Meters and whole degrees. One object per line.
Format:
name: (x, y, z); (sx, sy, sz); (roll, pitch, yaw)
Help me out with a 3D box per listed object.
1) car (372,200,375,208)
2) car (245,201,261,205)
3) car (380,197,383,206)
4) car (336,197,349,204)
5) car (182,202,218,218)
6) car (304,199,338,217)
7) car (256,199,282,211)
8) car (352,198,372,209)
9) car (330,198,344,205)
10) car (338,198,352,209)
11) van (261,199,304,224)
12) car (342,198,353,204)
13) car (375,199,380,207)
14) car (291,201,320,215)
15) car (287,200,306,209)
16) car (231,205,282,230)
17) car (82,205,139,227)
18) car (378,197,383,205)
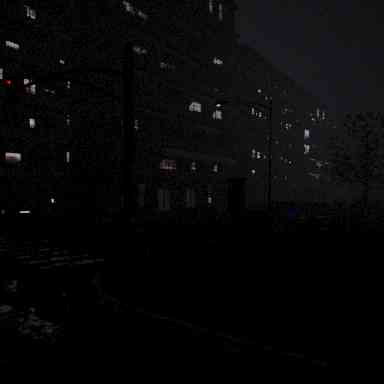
car: (30.598, 2.202, 58.810); (1.802, 1.307, 4.206); (1, 0, 36)
car: (7.439, 1.840, 41.523); (1.802, 1.307, 4.206); (1, 0, 36)
car: (37.167, 2.252, 67.717); (1.887, 1.381, 4.507); (1, 0, 36)
car: (36.997, 2.094, 81.604); (1.967, 1.590, 4.097); (1, 0, 36)
car: (0.872, 1.712, 32.616); (1.887, 1.381, 4.507); (1, 0, 36)
car: (14.180, 1.837, 36.544); (1.967, 1.590, 4.097); (1, 0, 36)
car: (10.724, 1.743, 45.977); (1.967, 1.590, 4.097); (1, 0, 36)
car: (27.317, 1.891, 54.358); (2.192, 1.841, 5.009); (1, 0, 36)
car: (33.711, 2.176, 77.150); (1.947, 1.339, 4.313); (1, 0, 36)
car: (24.020, 2.064, 54.263); (2.033, 1.411, 5.357); (1, 0, 37)
van: (7.613, 1.647, 27.637); (1.690, 1.788, 3.998); (1, 0, 36)
car: (40.179, 2.220, 85.920); (1.752, 1.417, 4.829); (1, 0, 36)
car: (33.883, 2.104, 63.264); (1.967, 1.590, 4.097); (1, 0, 36)
car: (13.842, 1.856, 40.444); (1.882, 1.535, 5.008); (1, -1, 37)
car: (17.291, 1.974, 54.884); (1.802, 1.307, 4.206); (1, 0, 36)
car: (4.327, 1.827, 23.183); (1.947, 1.339, 4.313); (1, 0, 36)
car: (-5.697, 1.626, 23.710); (2.008, 1.369, 4.403); (1, 0, 36)
car: (47.022, 2.150, 81.078); (2.192, 1.841, 5.009); (1, 0, 36)
